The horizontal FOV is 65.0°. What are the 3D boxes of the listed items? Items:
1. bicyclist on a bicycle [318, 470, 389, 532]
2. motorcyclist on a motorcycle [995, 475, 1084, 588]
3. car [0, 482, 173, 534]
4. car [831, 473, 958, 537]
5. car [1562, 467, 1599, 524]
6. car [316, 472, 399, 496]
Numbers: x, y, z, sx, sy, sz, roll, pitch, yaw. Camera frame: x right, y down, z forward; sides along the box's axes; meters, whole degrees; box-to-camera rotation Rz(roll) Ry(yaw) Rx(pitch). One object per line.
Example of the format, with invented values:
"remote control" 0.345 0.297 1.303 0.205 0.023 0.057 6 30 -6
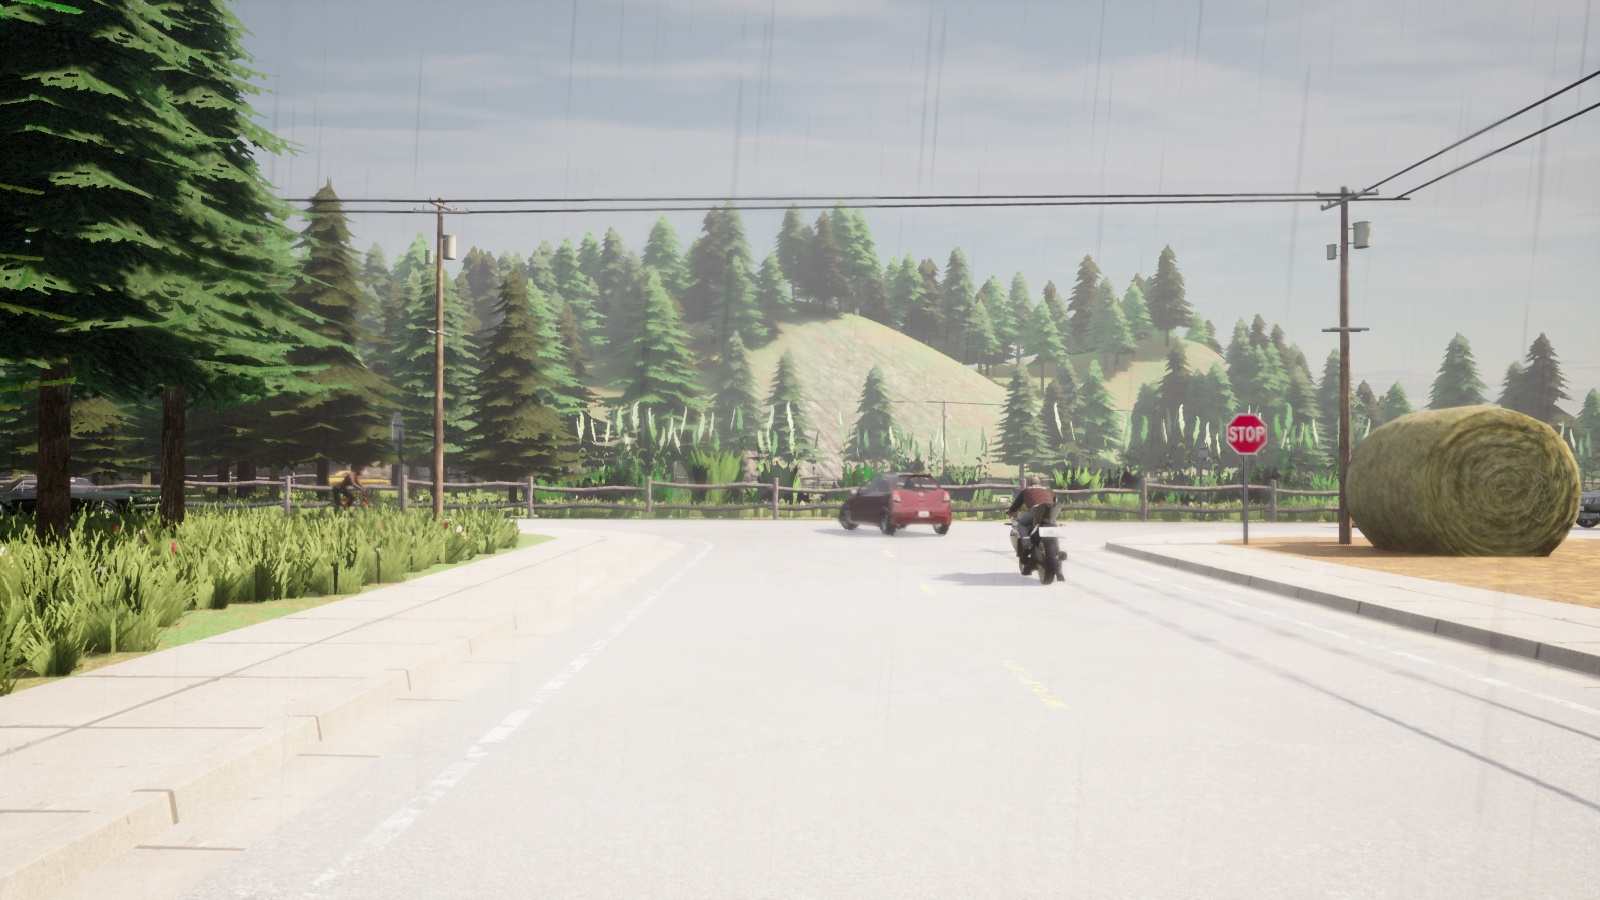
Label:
"bicyclist on a bicycle" -11.723 1.332 32.986 1.656 1.620 0.582 0 -1 3
"motorcyclist on a motorcycle" 3.450 1.143 18.311 0.866 1.530 2.191 0 -1 0
"car" -19.468 1.516 33.320 4.718 1.301 1.895 0 -1 2
"car" 2.312 1.332 31.617 1.845 1.501 3.633 0 -1 -20
"car" 23.568 1.248 34.871 3.705 1.549 1.789 0 -1 3
"car" -30.578 2.331 86.890 5.366 1.575 1.801 0 -1 -19
